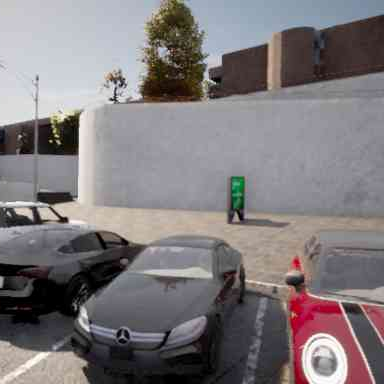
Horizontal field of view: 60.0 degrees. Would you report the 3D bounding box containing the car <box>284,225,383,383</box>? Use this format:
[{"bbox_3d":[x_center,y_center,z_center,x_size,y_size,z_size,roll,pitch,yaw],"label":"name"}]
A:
[{"bbox_3d":[2.298,1.365,4.199,2.185,1.767,4.553,0,-1,16],"label":"car"}]

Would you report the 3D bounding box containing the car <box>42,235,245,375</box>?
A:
[{"bbox_3d":[-0.150,1.549,5.913,2.002,1.452,4.674,0,-1,16],"label":"car"}]

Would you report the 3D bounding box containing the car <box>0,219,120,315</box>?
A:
[{"bbox_3d":[-2.597,1.546,7.691,2.163,1.488,4.792,0,-1,16],"label":"car"}]

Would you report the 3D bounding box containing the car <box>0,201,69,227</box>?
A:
[{"bbox_3d":[-5.036,1.272,9.438,2.435,2.045,5.566,0,-1,16],"label":"car"}]
